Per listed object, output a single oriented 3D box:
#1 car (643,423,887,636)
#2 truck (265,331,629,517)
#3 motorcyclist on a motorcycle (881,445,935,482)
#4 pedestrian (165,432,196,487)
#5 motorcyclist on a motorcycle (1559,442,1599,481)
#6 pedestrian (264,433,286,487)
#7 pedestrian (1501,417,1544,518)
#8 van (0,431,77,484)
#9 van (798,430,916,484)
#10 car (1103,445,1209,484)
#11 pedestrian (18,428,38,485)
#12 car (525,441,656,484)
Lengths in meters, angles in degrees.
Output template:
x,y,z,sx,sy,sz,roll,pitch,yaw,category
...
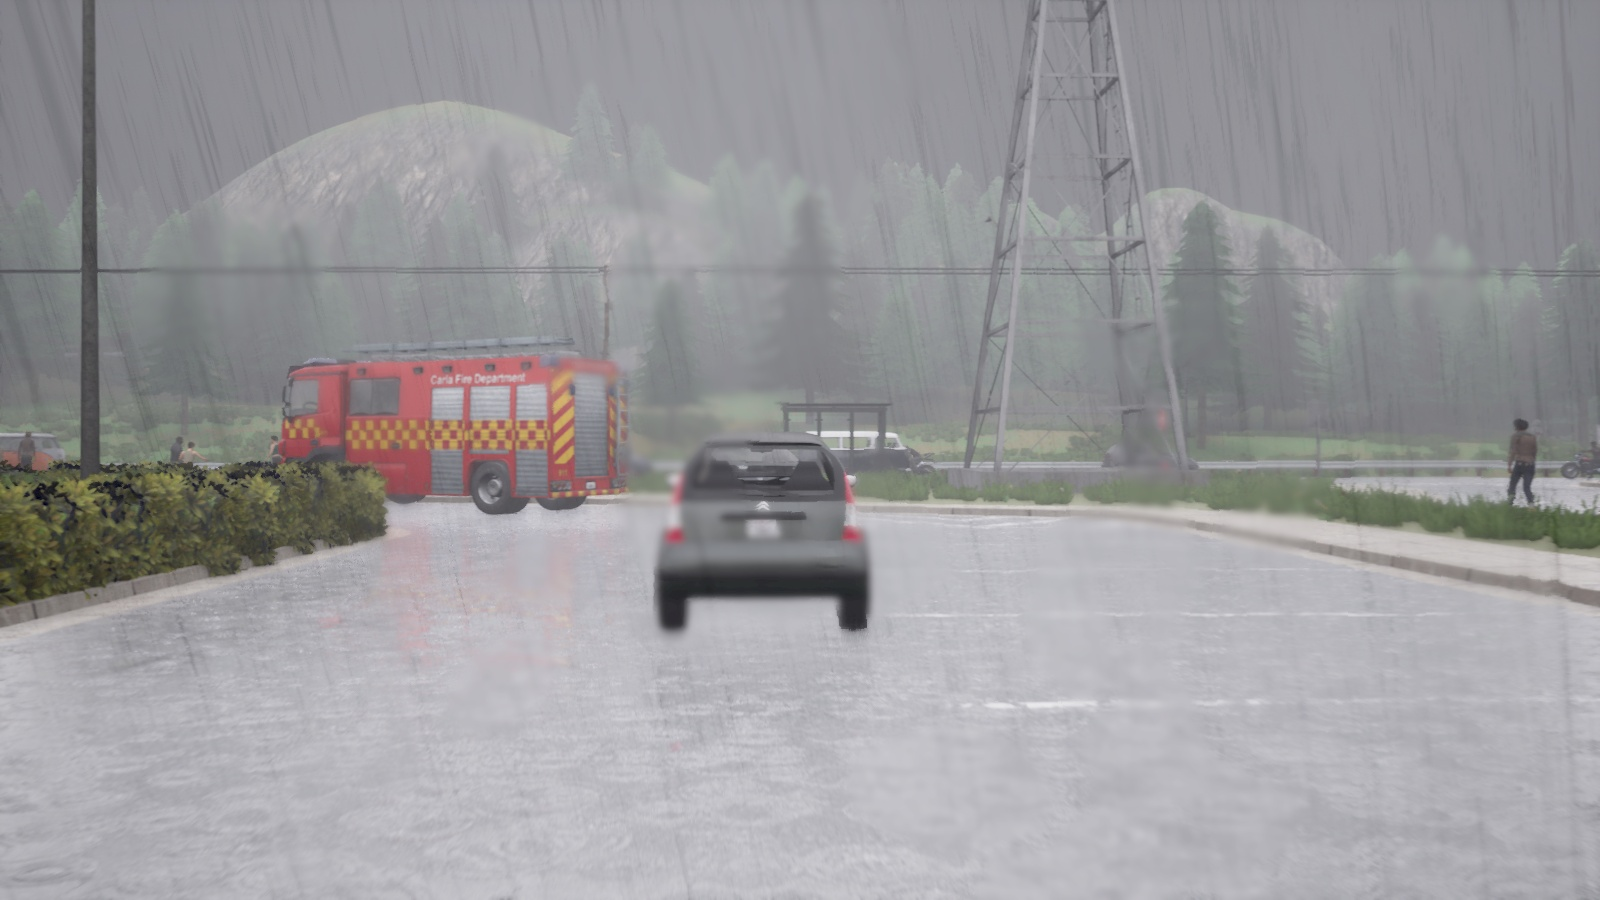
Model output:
x,y,z,sx,sy,sz,roll,pitch,yaw,category
-0.327,0.595,11.517,1.851,1.617,3.988,0,0,-2,car
-8.301,-0.547,29.153,8.468,3.827,2.891,0,0,28,truck
4.507,0.558,52.541,2.191,1.530,0.866,0,0,-1,motorcyclist on a motorcycle
-21.604,0.333,43.785,0.849,1.883,0.563,0,0,-13,pedestrian
33.503,0.486,53.132,2.350,1.649,0.766,0,0,-1,motorcyclist on a motorcycle
-18.086,0.337,43.261,0.594,1.836,0.345,0,0,8,pedestrian
13.229,0.310,22.999,0.328,1.805,0.869,0,0,3,pedestrian
-30.542,0.275,48.298,4.442,1.987,1.775,0,0,0,van
2.170,0.264,48.989,4.480,2.038,2.069,0,0,-1,van
13.916,0.556,49.230,3.633,1.501,1.845,0,0,-1,car
-25.226,0.213,41.054,0.331,1.846,0.634,0,0,-7,pedestrian
-8.064,0.463,48.803,4.856,1.649,2.033,0,0,-4,car
